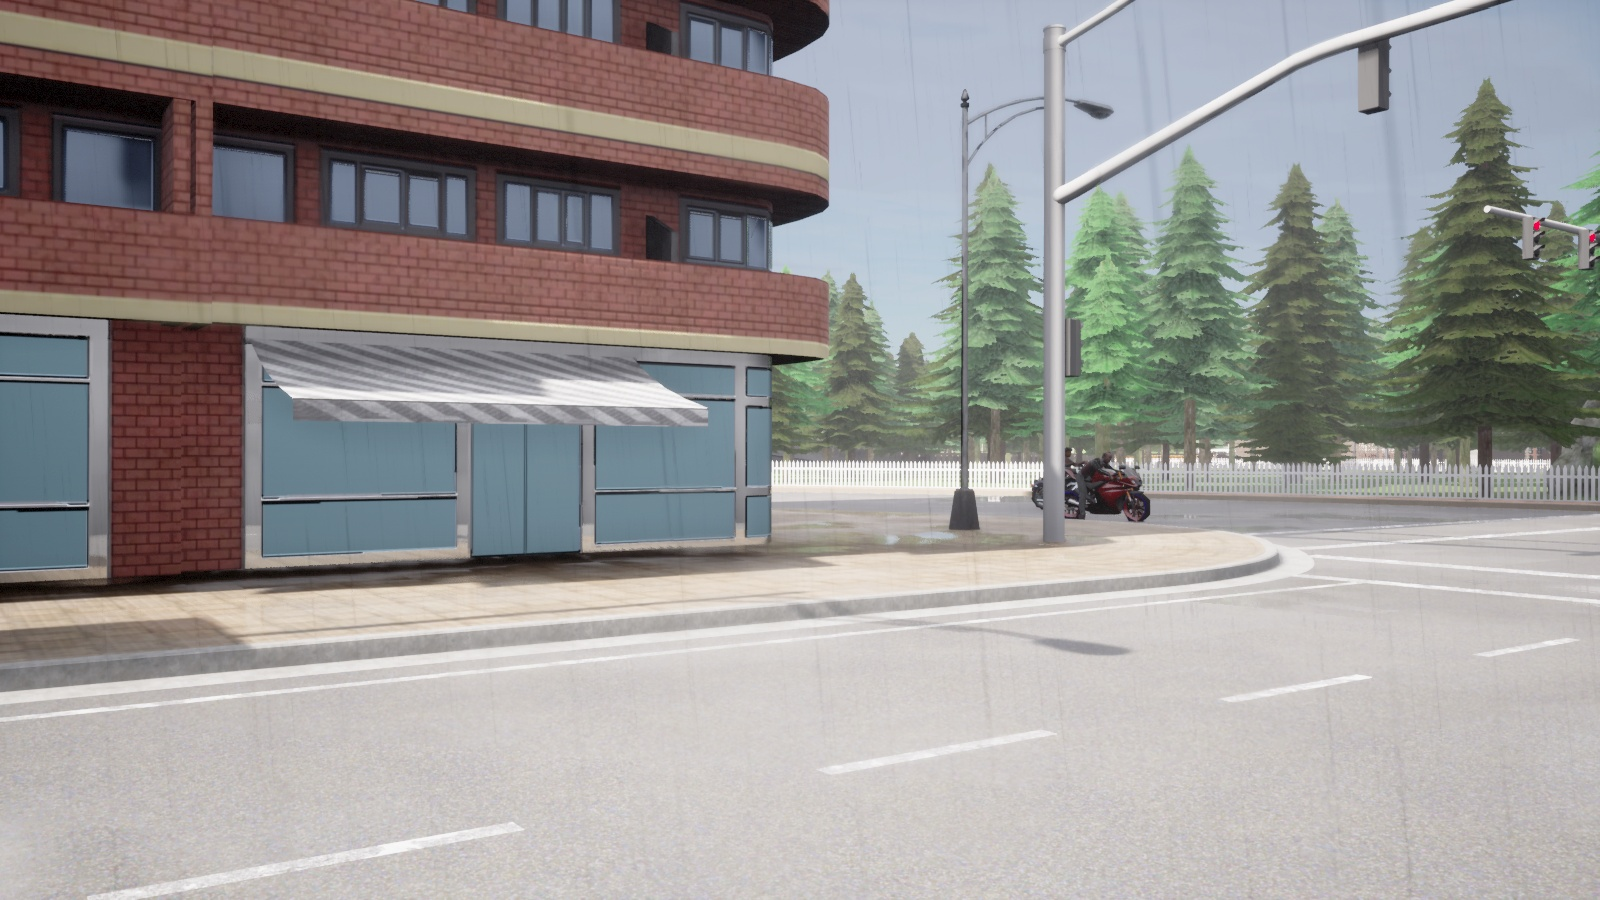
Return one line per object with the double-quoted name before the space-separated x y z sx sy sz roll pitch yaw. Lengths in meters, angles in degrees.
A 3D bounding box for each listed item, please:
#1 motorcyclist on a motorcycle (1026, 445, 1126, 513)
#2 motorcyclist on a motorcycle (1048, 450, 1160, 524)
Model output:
"motorcyclist on a motorcycle" 6.888 0.702 31.439 2.350 1.649 0.766 0 0 38
"motorcyclist on a motorcycle" 6.551 0.777 27.116 2.191 1.530 0.866 0 0 42
